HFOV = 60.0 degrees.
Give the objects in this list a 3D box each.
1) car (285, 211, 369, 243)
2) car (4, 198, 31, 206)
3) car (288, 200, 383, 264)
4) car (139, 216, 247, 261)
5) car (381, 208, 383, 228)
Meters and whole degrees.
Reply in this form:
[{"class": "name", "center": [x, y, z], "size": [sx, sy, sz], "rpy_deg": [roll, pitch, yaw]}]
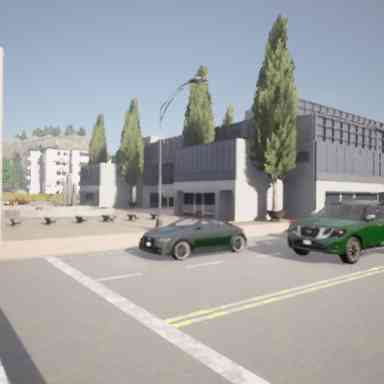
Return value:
[{"class": "car", "center": [7.267, 1.762, 17.757], "size": [4.718, 1.301, 1.895], "rpy_deg": [1, 0, -35]}, {"class": "car", "center": [-28.938, 1.646, 55.323], "size": [1.994, 1.385, 4.181], "rpy_deg": [0, 0, 17]}, {"class": "car", "center": [6.092, 1.343, 12.631], "size": [5.566, 2.045, 2.150], "rpy_deg": [1, 0, -35]}, {"class": "car", "center": [0.128, 1.637, 12.679], "size": [4.181, 1.385, 1.994], "rpy_deg": [1, 0, -35]}, {"class": "car", "center": [15.389, 1.824, 23.502], "size": [4.181, 1.385, 1.994], "rpy_deg": [1, 0, -36]}]
